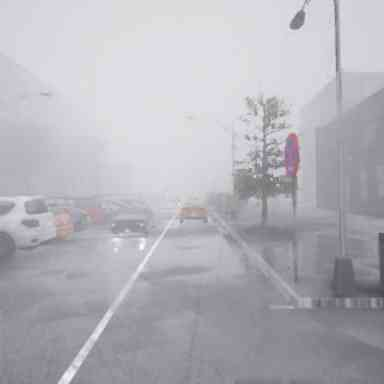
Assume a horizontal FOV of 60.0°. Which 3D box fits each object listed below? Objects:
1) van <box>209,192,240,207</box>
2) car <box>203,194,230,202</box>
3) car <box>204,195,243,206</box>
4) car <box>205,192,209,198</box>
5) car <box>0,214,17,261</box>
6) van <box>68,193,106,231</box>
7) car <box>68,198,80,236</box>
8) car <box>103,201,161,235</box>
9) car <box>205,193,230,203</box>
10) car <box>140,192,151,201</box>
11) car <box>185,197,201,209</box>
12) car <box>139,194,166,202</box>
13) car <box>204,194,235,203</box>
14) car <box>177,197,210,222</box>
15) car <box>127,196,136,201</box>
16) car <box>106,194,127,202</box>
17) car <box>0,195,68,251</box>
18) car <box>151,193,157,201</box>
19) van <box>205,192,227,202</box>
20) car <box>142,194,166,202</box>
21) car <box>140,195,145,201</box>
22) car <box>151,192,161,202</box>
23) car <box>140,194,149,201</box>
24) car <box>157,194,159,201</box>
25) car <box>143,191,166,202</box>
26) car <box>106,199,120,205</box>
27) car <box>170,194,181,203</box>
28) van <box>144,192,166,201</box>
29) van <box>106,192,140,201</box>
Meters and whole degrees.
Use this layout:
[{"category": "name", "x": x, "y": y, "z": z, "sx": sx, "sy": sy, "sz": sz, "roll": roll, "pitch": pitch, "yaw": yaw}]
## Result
[{"category": "van", "x": 4.812, "y": 1.047, "z": 42.606, "sx": 4.442, "sy": 1.987, "sz": 1.878, "roll": 0, "pitch": 0, "yaw": 0}, {"category": "car", "x": 4.708, "y": 1.170, "z": 64.936, "sx": 5.008, "sy": 1.535, "sz": 2.097, "roll": 0, "pitch": 0, "yaw": 0}, {"category": "car", "x": 4.512, "y": 1.244, "z": 48.064, "sx": 5.366, "sy": 1.575, "sz": 1.946, "roll": 0, "pitch": 0, "yaw": 0}, {"category": "car", "x": 4.724, "y": 1.008, "z": 45.397, "sx": 5.566, "sy": 2.045, "sz": 2.435, "roll": 0, "pitch": 0, "yaw": 0}, {"category": "car", "x": -7.676, "y": 1.466, "z": 8.809, "sx": 4.792, "sy": 1.488, "sz": 2.163, "roll": 0, "pitch": 0, "yaw": 0}, {"category": "van", "x": -7.759, "y": 1.157, "z": 19.982, "sx": 4.442, "sy": 1.987, "sz": 1.878, "roll": 0, "pitch": 0, "yaw": 0}, {"category": "car", "x": -7.613, "y": 1.284, "z": 14.395, "sx": 4.553, "sy": 1.767, "sz": 2.185, "roll": 0, "pitch": 0, "yaw": 0}, {"category": "car", "x": -3.093, "y": 1.457, "z": 18.515, "sx": 2.033, "sy": 1.411, "sz": 5.357, "roll": 0, "pitch": 0, "yaw": 0}, {"category": "car", "x": 4.670, "y": 1.053, "z": 62.146, "sx": 4.553, "sy": 1.767, "sz": 2.185, "roll": 0, "pitch": 0, "yaw": 0}, {"category": "car", "x": -7.604, "y": 1.162, "z": 39.536, "sx": 4.553, "sy": 1.767, "sz": 2.185, "roll": 0, "pitch": 0, "yaw": 0}, {"category": "car", "x": 0.115, "y": 1.362, "z": 41.661, "sx": 1.994, "sy": 1.385, "sz": 4.181, "roll": 0, "pitch": 0, "yaw": 0}, {"category": "car", "x": -7.627, "y": 1.170, "z": 64.621, "sx": 5.008, "sy": 1.535, "sz": 2.097, "roll": 0, "pitch": 0, "yaw": 0}, {"category": "car", "x": 4.886, "y": 1.190, "z": 59.228, "sx": 5.366, "sy": 1.575, "sz": 1.946, "roll": 0, "pitch": 0, "yaw": 0}, {"category": "car", "x": 0.109, "y": 1.357, "z": 24.853, "sx": 1.882, "sy": 1.535, "sz": 5.008, "roll": 0, "pitch": 0, "yaw": 0}, {"category": "car", "x": -7.635, "y": 1.342, "z": 28.239, "sx": 5.008, "sy": 1.535, "sz": 2.097, "roll": 0, "pitch": 0, "yaw": 0}, {"category": "car", "x": -7.671, "y": 1.230, "z": 25.568, "sx": 4.553, "sy": 1.767, "sz": 2.185, "roll": 0, "pitch": 0, "yaw": 0}, {"category": "car", "x": -7.673, "y": 1.172, "z": 11.600, "sx": 5.566, "sy": 2.045, "sz": 2.435, "roll": 0, "pitch": 0, "yaw": 0}, {"category": "car", "x": -7.819, "y": 1.258, "z": 45.125, "sx": 5.366, "sy": 1.575, "sz": 1.946, "roll": 0, "pitch": 0, "yaw": 0}, {"category": "van", "x": 4.820, "y": 0.954, "z": 67.712, "sx": 4.442, "sy": 1.987, "sz": 1.878, "roll": 0, "pitch": -1, "yaw": 0}, {"category": "car", "x": -7.656, "y": 1.207, "z": 67.453, "sx": 4.792, "sy": 1.488, "sz": 2.163, "roll": 0, "pitch": 0, "yaw": 0}, {"category": "car", "x": -7.644, "y": 1.316, "z": 33.951, "sx": 4.892, "sy": 1.521, "sz": 2.231, "roll": 0, "pitch": 0, "yaw": 0}, {"category": "car", "x": -7.818, "y": 1.231, "z": 50.713, "sx": 5.366, "sy": 1.575, "sz": 1.946, "roll": 0, "pitch": 0, "yaw": 0}, {"category": "car", "x": -7.631, "y": 1.302, "z": 36.745, "sx": 4.892, "sy": 1.521, "sz": 2.231, "roll": 0, "pitch": 0, "yaw": 0}, {"category": "car", "x": -7.662, "y": 1.277, "z": 47.918, "sx": 4.792, "sy": 1.488, "sz": 2.163, "roll": 0, "pitch": 0, "yaw": 0}, {"category": "car", "x": -7.600, "y": 0.928, "z": 61.886, "sx": 5.566, "sy": 2.045, "sz": 2.435, "roll": 0, "pitch": 0, "yaw": 0}, {"category": "car", "x": -7.639, "y": 1.409, "z": 22.777, "sx": 4.674, "sy": 1.452, "sz": 2.002, "roll": 0, "pitch": 0, "yaw": 0}, {"category": "car", "x": -3.014, "y": 1.184, "z": 60.407, "sx": 1.882, "sy": 1.535, "sz": 5.008, "roll": 0, "pitch": 0, "yaw": 1}, {"category": "van", "x": -7.743, "y": 0.981, "z": 70.242, "sx": 4.442, "sy": 1.987, "sz": 1.878, "roll": 0, "pitch": 0, "yaw": 0}, {"category": "van", "x": -7.522, "y": 1.103, "z": 31.156, "sx": 4.442, "sy": 1.987, "sz": 1.878, "roll": 0, "pitch": 0, "yaw": 0}]
